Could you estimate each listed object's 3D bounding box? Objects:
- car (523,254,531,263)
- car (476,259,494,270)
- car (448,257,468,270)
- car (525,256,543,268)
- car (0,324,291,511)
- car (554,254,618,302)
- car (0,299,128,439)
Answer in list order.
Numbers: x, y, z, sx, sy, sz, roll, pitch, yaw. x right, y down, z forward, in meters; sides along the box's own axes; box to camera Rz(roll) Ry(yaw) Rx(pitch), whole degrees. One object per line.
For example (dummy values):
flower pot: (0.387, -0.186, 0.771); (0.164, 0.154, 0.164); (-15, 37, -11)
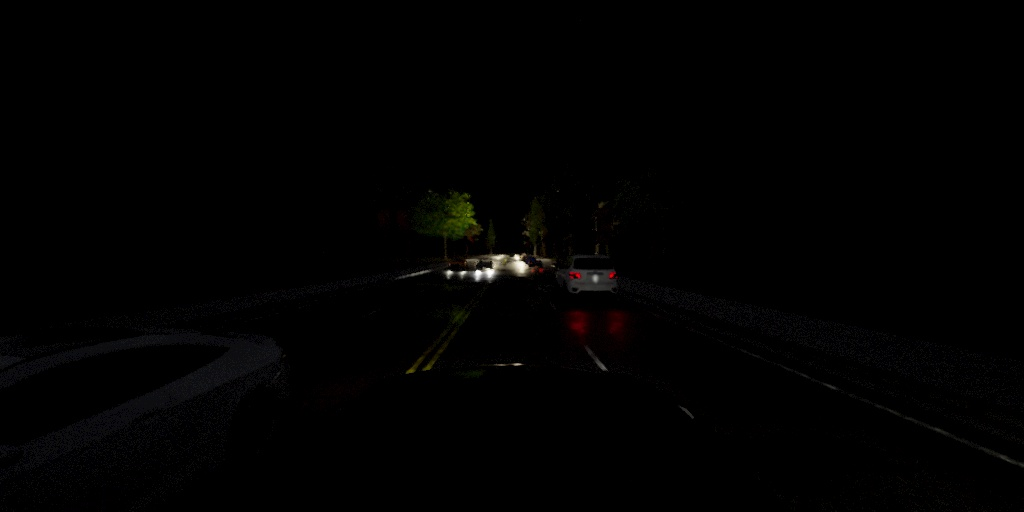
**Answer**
car: (3.221, 0.778, 60.948); (1.812, 1.442, 4.674); (0, 1, 0)
car: (-3.336, 1.036, 44.509); (1.895, 1.301, 4.718); (0, 1, 0)
car: (-6.592, 0.918, 44.028); (1.882, 1.535, 5.008); (0, 1, 0)
car: (3.226, 0.977, 49.980); (1.895, 1.301, 4.718); (0, 1, 0)
car: (-3.352, 1.275, 2.173); (1.812, 1.442, 4.674); (0, 0, 0)
car: (3.342, 0.942, 17.056); (2.150, 2.045, 5.566); (0, 0, 0)
car: (-6.601, 1.313, 3.138); (1.994, 1.385, 4.181); (0, 0, 0)
